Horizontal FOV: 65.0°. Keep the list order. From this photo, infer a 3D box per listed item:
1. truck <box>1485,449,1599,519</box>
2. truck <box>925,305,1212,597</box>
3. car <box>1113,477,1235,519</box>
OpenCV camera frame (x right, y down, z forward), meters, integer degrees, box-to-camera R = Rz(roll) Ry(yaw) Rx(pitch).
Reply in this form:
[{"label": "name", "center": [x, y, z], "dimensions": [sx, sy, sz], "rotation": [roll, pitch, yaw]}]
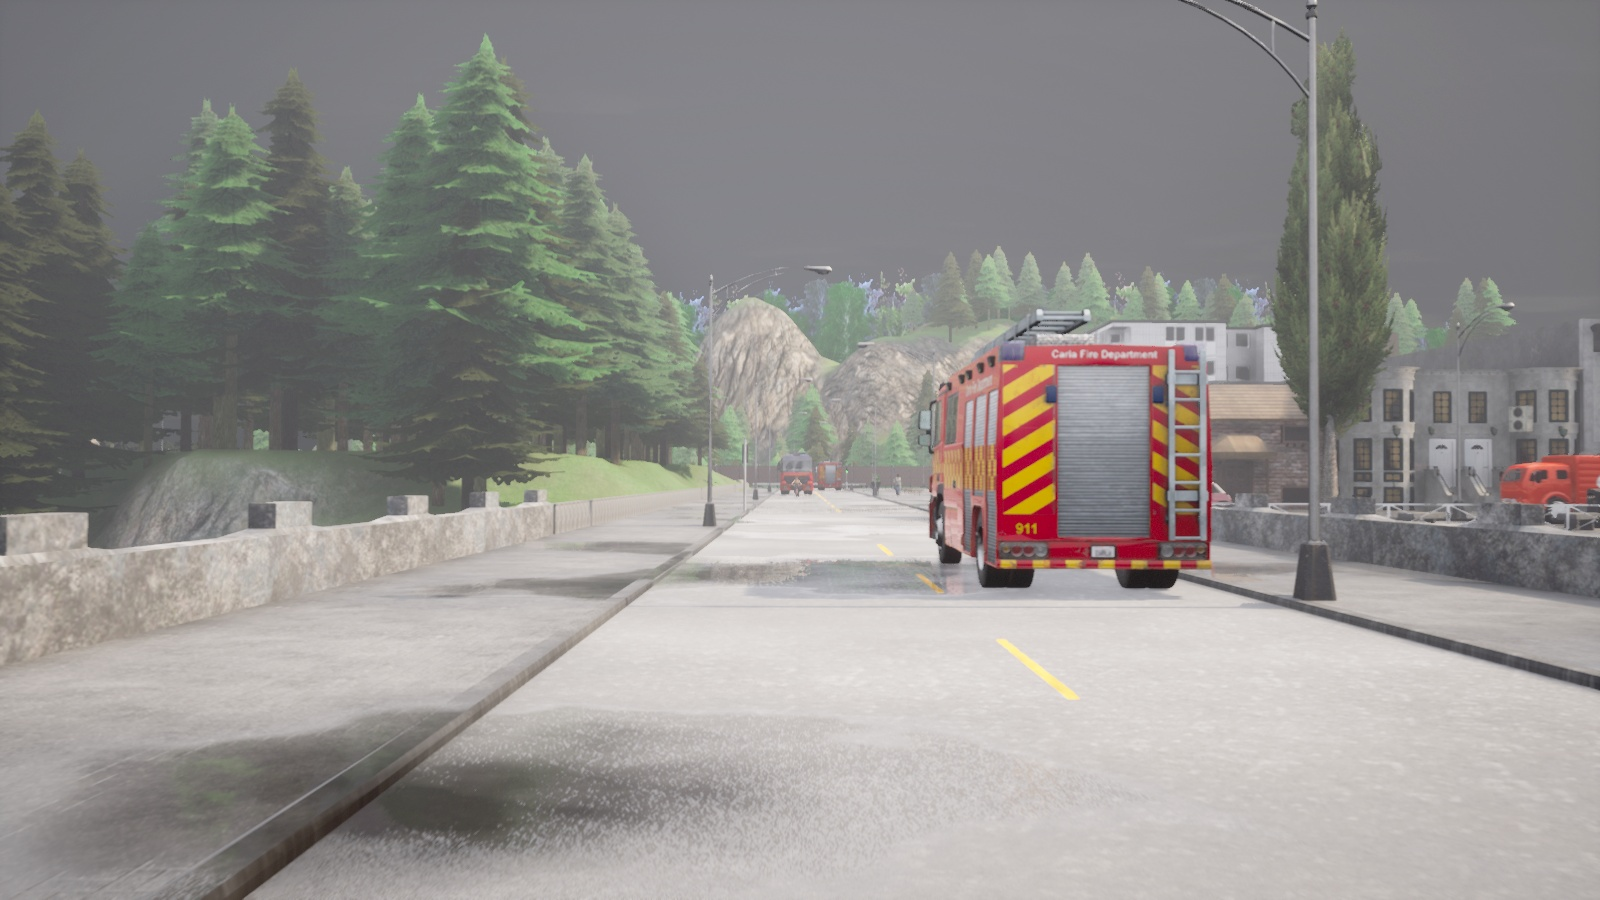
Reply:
[{"label": "truck", "center": [28.159, 1.212, 45.465], "dimensions": [5.204, 2.467, 2.627], "rotation": [0, -1, 0]}, {"label": "truck", "center": [3.945, 0.095, 20.743], "dimensions": [2.891, 3.827, 8.468], "rotation": [0, -1, 0]}, {"label": "car", "center": [13.485, 1.725, 45.411], "dimensions": [3.806, 1.475, 1.970], "rotation": [0, -1, 0]}]
